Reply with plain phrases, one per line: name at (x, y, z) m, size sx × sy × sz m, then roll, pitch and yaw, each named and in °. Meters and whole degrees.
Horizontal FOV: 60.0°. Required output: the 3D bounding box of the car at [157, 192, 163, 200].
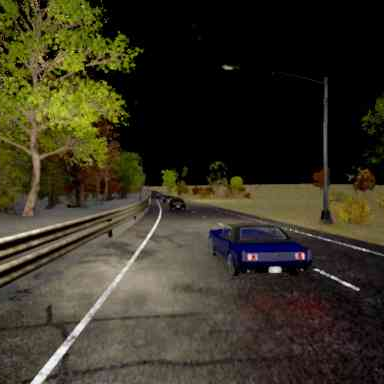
car at (-7.646, 1.441, 88.767) m, size 1.812 × 1.442 × 4.674 m, roll 0°, pitch 0°, yaw -7°

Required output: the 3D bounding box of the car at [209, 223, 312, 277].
car at (1.764, 1.600, 10.295) m, size 1.895 × 1.301 × 4.718 m, roll 0°, pitch 0°, yaw -7°

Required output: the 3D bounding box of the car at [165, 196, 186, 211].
car at (-1.878, 1.479, 40.662) m, size 1.882 × 1.535 × 5.008 m, roll 0°, pitch 0°, yaw -7°

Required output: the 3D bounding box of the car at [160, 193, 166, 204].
car at (-4.743, 1.500, 64.545) m, size 1.837 × 1.490 × 4.892 m, roll 0°, pitch 0°, yaw -7°
